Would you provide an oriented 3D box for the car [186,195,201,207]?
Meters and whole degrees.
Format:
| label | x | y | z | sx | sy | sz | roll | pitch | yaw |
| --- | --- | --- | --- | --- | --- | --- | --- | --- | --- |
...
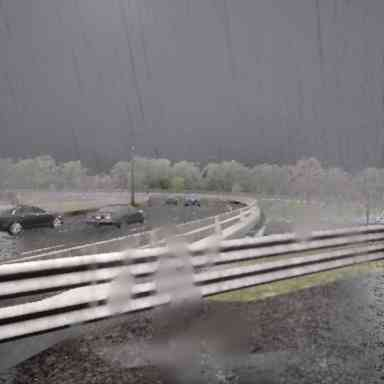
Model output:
| label | x | y | z | sx | sy | sz | roll | pitch | yaw |
| --- | --- | --- | --- | --- | --- | --- | --- | --- | --- |
| car | 0.223 | 1.225 | 49.912 | 2.097 | 1.767 | 4.553 | 0 | 0 | 3 |

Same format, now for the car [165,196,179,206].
| label | x | y | z | sx | sy | sz | roll | pitch | yaw |
| --- | --- | --- | --- | --- | --- | --- | --- | --- | --- |
| car | -3.171 | 1.367 | 53.139 | 1.837 | 1.490 | 4.892 | 0 | 0 | 1 |

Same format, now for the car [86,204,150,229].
| label | x | y | z | sx | sy | sz | roll | pitch | yaw |
| --- | --- | --- | --- | --- | --- | --- | --- | --- | --- |
| car | -4.573 | 1.490 | 21.268 | 2.033 | 1.411 | 5.357 | 0 | 0 | 17 |

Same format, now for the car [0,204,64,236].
| label | x | y | z | sx | sy | sz | roll | pitch | yaw |
| --- | --- | --- | --- | --- | --- | --- | --- | --- | --- |
| car | -9.267 | 1.452 | 18.394 | 1.837 | 1.490 | 4.892 | 0 | 0 | 20 |
